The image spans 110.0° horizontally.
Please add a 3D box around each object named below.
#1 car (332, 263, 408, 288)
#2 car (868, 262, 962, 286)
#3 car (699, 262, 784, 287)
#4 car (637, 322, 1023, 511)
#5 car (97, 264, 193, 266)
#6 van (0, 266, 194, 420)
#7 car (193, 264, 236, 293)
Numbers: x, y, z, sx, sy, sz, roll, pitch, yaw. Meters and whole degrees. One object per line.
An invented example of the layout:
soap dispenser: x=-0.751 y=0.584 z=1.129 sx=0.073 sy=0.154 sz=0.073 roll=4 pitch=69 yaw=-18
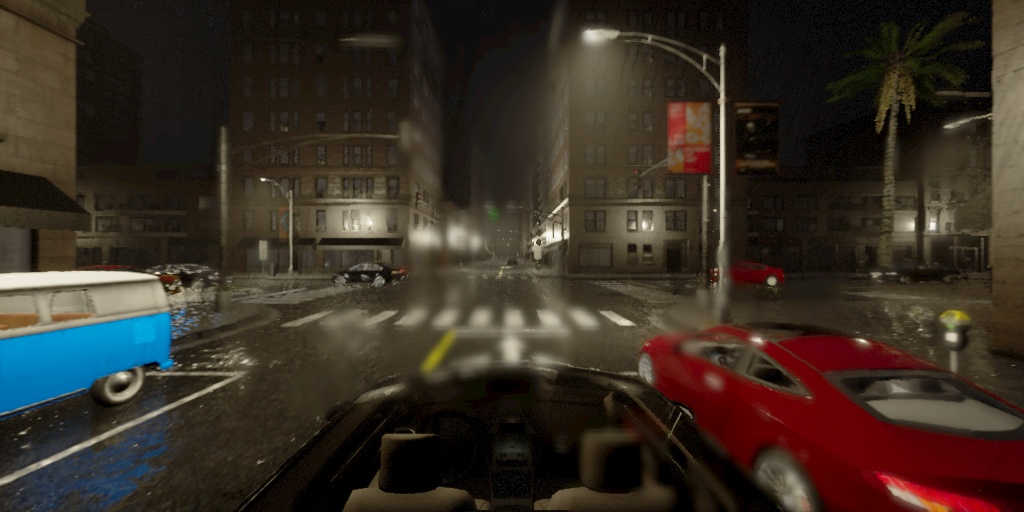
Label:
car: x=-9.007 y=1.178 z=22.705 sx=4.902 sy=1.511 sz=2.128 roll=0 pitch=-1 yaw=17
car: x=26.391 y=1.167 z=23.603 sx=4.902 sy=1.511 sz=2.128 roll=0 pitch=0 yaw=-1
car: x=14.915 y=1.157 z=23.470 sx=5.008 sy=1.535 sz=1.882 roll=0 pitch=0 yaw=-1
car: x=2.667 y=1.326 z=3.607 sx=1.802 sy=1.307 sz=4.207 roll=0 pitch=0 yaw=0
car: x=-18.055 y=1.171 z=16.378 sx=5.008 sy=1.535 sz=1.882 roll=0 pitch=0 yaw=-1
van: x=-5.858 y=1.085 z=3.603 sx=1.690 sy=1.789 sz=3.998 roll=0 pitch=0 yaw=0
car: x=-17.901 y=1.183 z=19.631 sx=4.902 sy=1.511 sz=2.128 roll=0 pitch=0 yaw=-1
